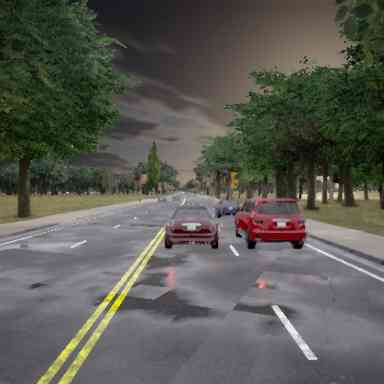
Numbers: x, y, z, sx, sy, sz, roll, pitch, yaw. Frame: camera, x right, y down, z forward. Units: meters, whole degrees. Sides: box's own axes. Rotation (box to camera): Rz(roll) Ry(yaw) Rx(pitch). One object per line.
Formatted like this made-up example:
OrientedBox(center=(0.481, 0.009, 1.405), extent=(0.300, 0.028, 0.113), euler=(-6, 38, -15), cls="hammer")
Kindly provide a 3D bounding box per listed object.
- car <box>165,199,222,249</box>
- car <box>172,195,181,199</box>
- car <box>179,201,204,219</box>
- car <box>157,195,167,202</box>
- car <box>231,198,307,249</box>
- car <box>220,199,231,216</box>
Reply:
OrientedBox(center=(-0.012, 1.367, 14.631), extent=(2.097, 1.767, 4.553), euler=(0, 0, 0), cls="car")
OrientedBox(center=(-3.545, 1.493, 75.921), extent=(2.033, 1.411, 5.357), euler=(0, 0, 0), cls="car")
OrientedBox(center=(-0.046, 1.572, 29.663), extent=(1.994, 1.385, 4.181), euler=(0, 0, 0), cls="car")
OrientedBox(center=(-6.795, 1.478, 75.895), extent=(2.128, 1.511, 4.902), euler=(0, 0, 0), cls="car")
OrientedBox(center=(3.239, 1.258, 14.696), extent=(2.150, 2.045, 5.566), euler=(0, 0, 0), cls="car")
OrientedBox(center=(3.204, 1.366, 29.643), extent=(2.097, 1.767, 4.553), euler=(0, 0, 0), cls="car")
